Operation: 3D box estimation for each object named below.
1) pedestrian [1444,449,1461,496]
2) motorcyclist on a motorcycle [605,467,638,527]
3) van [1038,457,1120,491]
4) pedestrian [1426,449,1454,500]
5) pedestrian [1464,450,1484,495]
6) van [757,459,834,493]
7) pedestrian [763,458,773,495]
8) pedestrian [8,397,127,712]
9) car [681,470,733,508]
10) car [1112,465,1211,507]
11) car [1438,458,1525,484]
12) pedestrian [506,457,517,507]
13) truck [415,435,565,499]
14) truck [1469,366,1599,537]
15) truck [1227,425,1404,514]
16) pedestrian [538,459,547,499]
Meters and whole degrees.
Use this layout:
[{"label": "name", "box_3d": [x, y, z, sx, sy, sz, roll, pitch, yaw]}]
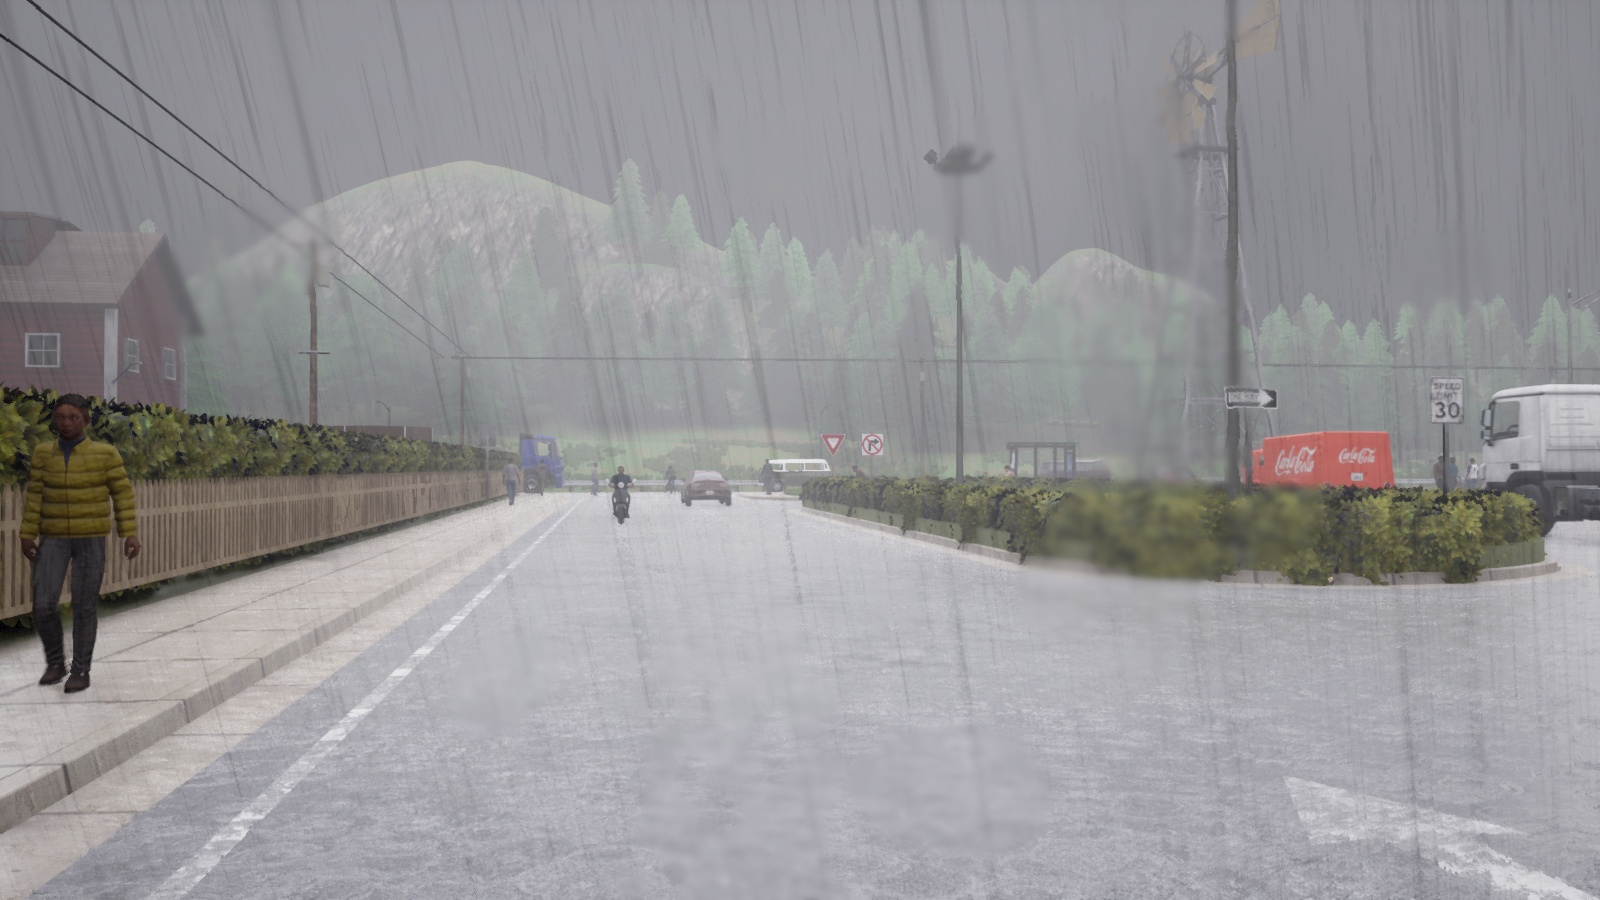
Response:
[{"label": "pedestrian", "box_3d": [27.200, 0.938, 52.360, 0.396, 1.930, 0.692, -1, -1, 6]}, {"label": "motorcyclist on a motorcycle", "box_3d": [-4.904, 1.275, 34.478, 0.866, 1.590, 1.817, 0, -1, -8]}, {"label": "van", "box_3d": [16.812, 1.441, 75.714, 4.442, 1.987, 1.775, 0, -1, -8]}, {"label": "pedestrian", "box_3d": [22.912, 0.876, 44.947, 0.328, 1.805, 0.869, 0, -1, -19]}, {"label": "pedestrian", "box_3d": [27.831, 0.926, 51.868, 0.354, 1.836, 0.706, 0, -1, -7]}, {"label": "van", "box_3d": [-0.302, 1.575, 76.834, 4.480, 2.038, 2.069, 0, -1, -8]}, {"label": "pedestrian", "box_3d": [-1.632, 1.334, 63.119, 0.353, 1.847, 0.614, 0, -1, -15]}, {"label": "pedestrian", "box_3d": [-4.488, 0.613, 7.728, 0.431, 1.840, 0.709, 0, -1, -12]}, {"label": "car", "box_3d": [-3.876, 1.569, 51.624, 1.812, 1.442, 4.674, 0, -1, -8]}, {"label": "car", "box_3d": [13.666, 1.352, 47.684, 1.845, 1.501, 3.633, 0, -1, -19]}, {"label": "car", "box_3d": [45.122, 1.387, 83.242, 4.611, 1.667, 2.242, 0, -1, -8]}, {"label": "pedestrian", "box_3d": [-10.742, 1.193, 46.812, 0.354, 1.836, 0.706, 0, -1, -9]}, {"label": "truck", "box_3d": [-17.391, 0.939, 70.897, 7.936, 3.462, 2.891, 0, -1, -8]}, {"label": "truck", "box_3d": [17.538, 0.025, 25.617, 2.891, 3.462, 7.936, 0, -1, -6]}, {"label": "truck", "box_3d": [15.541, 0.673, 38.268, 2.627, 2.467, 5.204, 0, -3, -9]}, {"label": "pedestrian", "box_3d": [-12.607, 1.406, 61.439, 0.396, 1.930, 0.692, 0, -1, -7]}]
